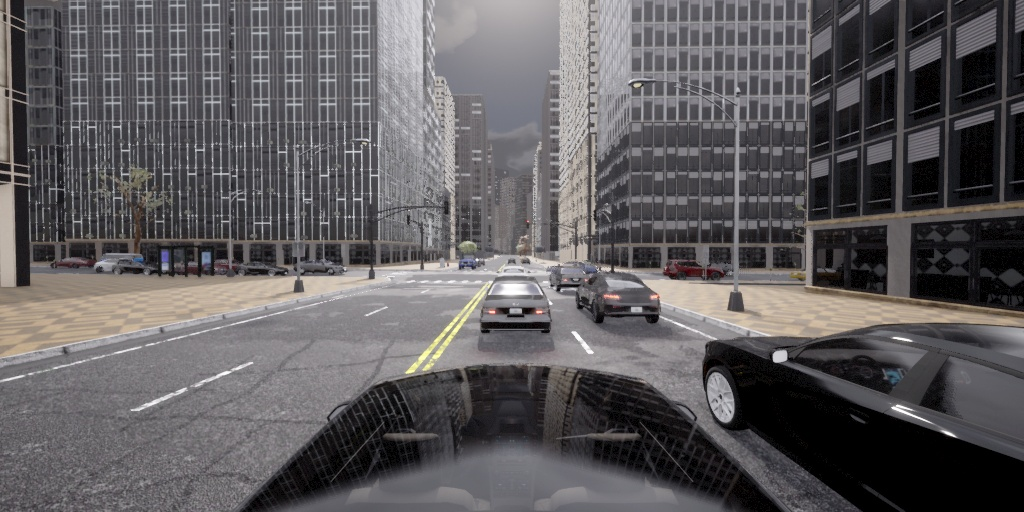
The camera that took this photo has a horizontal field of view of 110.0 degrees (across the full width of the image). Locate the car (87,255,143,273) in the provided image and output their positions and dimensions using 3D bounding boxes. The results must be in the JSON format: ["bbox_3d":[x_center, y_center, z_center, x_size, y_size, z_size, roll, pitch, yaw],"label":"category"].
[{"bbox_3d":[-38.726,0.942,35.691,4.674,1.442,1.812,0,1,1],"label":"car"}]

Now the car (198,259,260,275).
[{"bbox_3d":[-27.916,1.041,35.469,4.674,1.442,1.812,1,1,1],"label":"car"}]

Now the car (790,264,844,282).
[{"bbox_3d":[27.623,1.577,31.970,4.829,1.417,1.751,0,0,1],"label":"car"}]

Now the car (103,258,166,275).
[{"bbox_3d":[-34.116,1.067,32.960,4.313,1.339,1.948,0,0,1],"label":"car"}]

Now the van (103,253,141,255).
[{"bbox_3d":[-45.313,0.603,41.613,3.998,1.789,1.690,0,0,1],"label":"van"}]

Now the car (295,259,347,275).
[{"bbox_3d":[-18.821,1.089,35.290,4.902,1.511,2.128,1,1,1],"label":"car"}]

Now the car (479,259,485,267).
[{"bbox_3d":[-6.604,1.190,63.801,2.128,1.511,4.902,0,0,0],"label":"car"}]

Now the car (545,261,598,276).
[{"bbox_3d":[6.260,1.319,38.095,5.357,1.411,2.033,1,1,1],"label":"car"}]

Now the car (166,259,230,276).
[{"bbox_3d":[-28.435,1.136,32.791,4.207,1.307,1.802,0,0,1],"label":"car"}]

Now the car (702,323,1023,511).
[{"bbox_3d":[3.344,1.227,2.575,1.882,1.535,5.008,0,0,0],"label":"car"}]

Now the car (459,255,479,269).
[{"bbox_3d":[-6.631,0.932,53.883,2.150,2.045,5.566,0,0,0],"label":"car"}]

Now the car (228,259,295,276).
[{"bbox_3d":[-22.751,1.172,32.661,4.313,1.339,1.948,0,0,1],"label":"car"}]

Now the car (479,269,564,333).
[{"bbox_3d":[0.096,1.293,10.652,2.033,1.411,5.357,0,0,0],"label":"car"}]

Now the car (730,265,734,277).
[{"bbox_3d":[21.062,1.408,37.858,4.892,1.490,1.837,1,1,1],"label":"car"}]

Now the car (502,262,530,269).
[{"bbox_3d":[0.089,1.265,20.243,1.812,1.442,4.674,0,0,0],"label":"car"}]

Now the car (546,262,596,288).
[{"bbox_3d":[3.340,1.286,21.333,2.033,1.411,5.357,0,0,0],"label":"car"}]

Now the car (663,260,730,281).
[{"bbox_3d":[16.174,1.267,32.159,5.009,1.841,2.192,0,0,1],"label":"car"}]

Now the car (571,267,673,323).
[{"bbox_3d":[3.345,1.271,11.922,1.812,1.442,4.674,0,0,0],"label":"car"}]
